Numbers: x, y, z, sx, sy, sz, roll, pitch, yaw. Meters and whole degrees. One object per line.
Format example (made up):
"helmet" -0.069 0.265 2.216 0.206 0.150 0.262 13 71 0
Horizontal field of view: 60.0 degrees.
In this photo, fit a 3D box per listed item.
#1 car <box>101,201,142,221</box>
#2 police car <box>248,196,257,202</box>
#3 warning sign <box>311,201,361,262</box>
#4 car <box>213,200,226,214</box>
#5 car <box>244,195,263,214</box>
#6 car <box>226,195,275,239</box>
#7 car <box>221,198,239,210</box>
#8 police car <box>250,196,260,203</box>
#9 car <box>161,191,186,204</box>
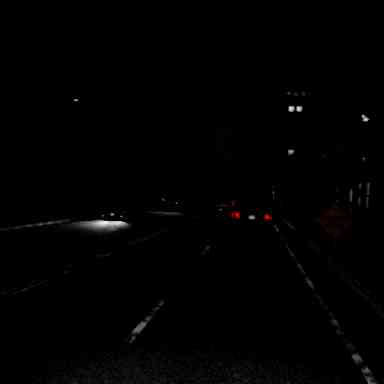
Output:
"car" -5.363 1.429 25.841 1.994 1.385 4.181 2 0 11
"police car" 16.534 1.892 90.745 1.930 1.638 5.238 2 0 7
"warning sign" 4.764 1.244 11.096 1.300 1.860 1.060 1 0 11
"car" 3.413 1.589 36.442 2.128 1.511 4.902 2 0 11
"car" 7.664 1.432 41.218 2.150 2.045 5.566 2 0 11
"car" 3.335 1.314 18.345 2.150 2.045 5.566 2 0 11
"car" 5.490 1.700 47.599 2.033 1.411 5.357 2 0 11
"police car" 15.223 1.850 80.743 1.930 1.638 5.238 2 0 8
"car" -2.209 0.892 41.869 2.150 2.045 5.566 2 0 11
